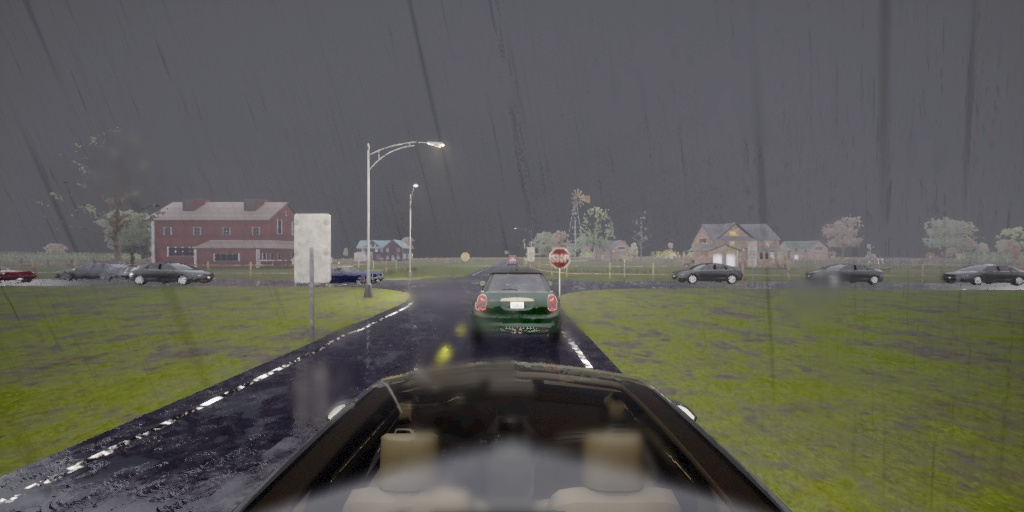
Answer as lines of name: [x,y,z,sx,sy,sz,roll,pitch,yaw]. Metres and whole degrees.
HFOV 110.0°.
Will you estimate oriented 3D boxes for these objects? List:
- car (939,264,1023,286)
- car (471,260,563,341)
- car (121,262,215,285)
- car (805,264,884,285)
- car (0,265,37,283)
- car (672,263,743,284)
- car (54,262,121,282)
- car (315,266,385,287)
car: [35.164,1.383,26.812,4.892,1.490,1.837,0,0,1]
car: [0.119,1.101,10.006,2.097,1.767,4.553,0,0,0]
car: [-23.069,1.183,24.440,4.892,1.490,1.837,1,0,1]
car: [24.862,1.338,26.922,4.892,1.490,1.837,0,0,1]
car: [-35.868,1.249,24.566,4.718,1.301,1.895,0,0,1]
car: [14.648,1.299,27.023,4.892,1.490,1.837,0,0,1]
car: [-31.460,1.200,27.476,5.357,1.411,2.033,0,0,1]
car: [-11.093,1.317,24.049,4.718,1.301,1.895,0,0,5]
